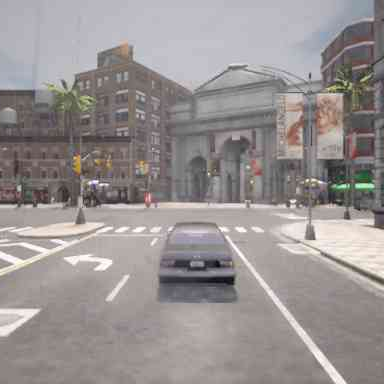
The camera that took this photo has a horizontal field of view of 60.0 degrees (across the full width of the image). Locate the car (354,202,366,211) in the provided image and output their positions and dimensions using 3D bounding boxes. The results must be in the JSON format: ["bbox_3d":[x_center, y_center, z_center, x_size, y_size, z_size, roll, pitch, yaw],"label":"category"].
[{"bbox_3d":[22.276,1.638,40.906,4.181,1.385,1.994,0,0,0],"label":"car"}]

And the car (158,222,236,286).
[{"bbox_3d":[0.111,1.565,9.497,2.033,1.411,5.357,0,0,0],"label":"car"}]

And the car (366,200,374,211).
[{"bbox_3d":[22.703,1.594,37.408,4.674,1.442,1.812,0,0,1],"label":"car"}]
